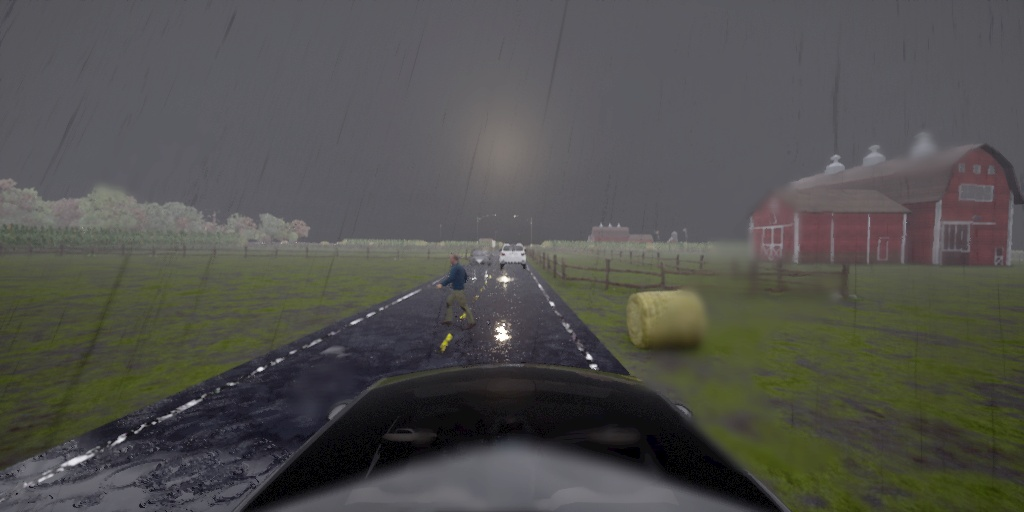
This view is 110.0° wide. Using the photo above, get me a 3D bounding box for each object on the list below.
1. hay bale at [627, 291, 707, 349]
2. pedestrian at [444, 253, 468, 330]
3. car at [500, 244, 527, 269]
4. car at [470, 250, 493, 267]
[{"bbox_3d":[3.125,1.218,7.386,1.220,1.180,1.240,0,0,0],"label":"hay bale"},{"bbox_3d":[-1.342,0.815,8.615,0.375,1.860,0.375,1,1,2],"label":"pedestrian"},{"bbox_3d":[0.097,-0.019,31.527,2.150,2.045,5.566,0,1,0],"label":"car"},{"bbox_3d":[-2.841,0.176,33.930,2.128,1.511,4.902,0,2,0],"label":"car"}]
